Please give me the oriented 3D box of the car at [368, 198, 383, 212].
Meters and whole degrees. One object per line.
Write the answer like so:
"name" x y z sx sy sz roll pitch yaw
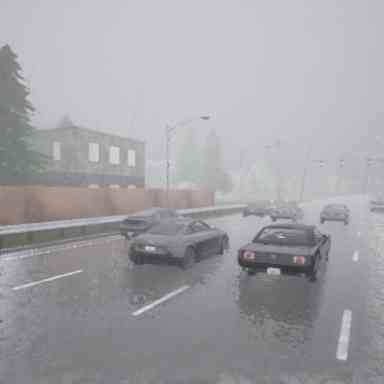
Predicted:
"car" 21.596 1.652 38.306 1.895 1.301 4.718 0 0 28

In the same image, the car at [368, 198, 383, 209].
"car" 26.810 1.612 48.403 2.033 1.411 5.357 0 0 27

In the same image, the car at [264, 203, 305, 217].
"car" 7.666 1.593 26.537 2.033 1.411 5.357 0 0 27

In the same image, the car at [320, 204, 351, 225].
"car" 10.637 1.584 24.665 2.033 1.411 5.357 0 0 27

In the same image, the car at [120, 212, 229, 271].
"car" -0.264 1.589 11.278 1.994 1.385 4.181 0 0 27

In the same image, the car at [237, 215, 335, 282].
"car" 2.998 1.618 9.967 1.895 1.301 4.718 0 0 27

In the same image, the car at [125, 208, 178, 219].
"car" -1.526 1.544 16.443 1.837 1.490 4.892 0 0 27

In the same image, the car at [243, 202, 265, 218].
"car" 6.363 1.624 31.616 1.994 1.385 4.181 0 0 27
